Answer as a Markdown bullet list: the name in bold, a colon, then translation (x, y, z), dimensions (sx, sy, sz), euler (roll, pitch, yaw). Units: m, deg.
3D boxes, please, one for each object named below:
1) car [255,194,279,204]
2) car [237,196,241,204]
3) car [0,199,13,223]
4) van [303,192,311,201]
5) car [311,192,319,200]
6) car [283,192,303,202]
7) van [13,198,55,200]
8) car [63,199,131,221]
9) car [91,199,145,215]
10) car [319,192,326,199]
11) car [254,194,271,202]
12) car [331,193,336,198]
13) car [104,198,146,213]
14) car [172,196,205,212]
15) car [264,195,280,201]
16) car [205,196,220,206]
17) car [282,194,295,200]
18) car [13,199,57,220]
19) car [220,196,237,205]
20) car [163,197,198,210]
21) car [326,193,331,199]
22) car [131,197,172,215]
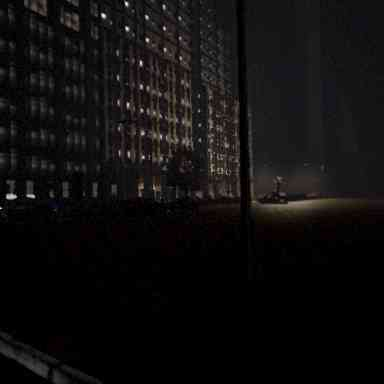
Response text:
- **car**: translation (12.037, 1.168, 52.185), dimensions (1.752, 1.417, 4.829), euler (-2, -1, 35)
- **car**: translation (8.505, 1.404, 61.178), dimensions (2.008, 1.369, 4.403), euler (-2, -1, 35)
- **car**: translation (-14.113, 1.154, 19.638), dimensions (2.150, 2.045, 5.566), euler (-3, -1, 30)
- **van**: translation (21.531, 0.913, 65.780), dimensions (1.690, 1.788, 3.998), euler (-2, -1, 35)
- **car**: translation (24.737, 0.989, 70.354), dimensions (1.967, 1.590, 4.097), euler (-2, -1, 35)
- **car**: translation (18.319, 1.036, 61.213), dimensions (1.967, 1.590, 4.097), euler (-2, -1, 35)
- **van**: translation (-13.848, 1.377, 29.026), dimensions (1.690, 1.788, 3.998), euler (-2, -1, 35)
- **car**: translation (-7.095, 1.328, 24.678), dimensions (1.752, 1.417, 4.829), euler (-2, -1, 35)
- **car**: translation (-7.374, 1.470, 33.767), dimensions (2.033, 1.411, 5.357), euler (-2, -1, 35)
- **car**: translation (27.944, 0.842, 74.926), dimensions (2.192, 1.841, 5.009), euler (-2, -1, 35)
- **car**: translation (14.888, 1.247, 70.366), dimensions (1.967, 1.590, 4.097), euler (-2, -1, 35)
- **car**: translation (34.457, 1.008, 84.209), dimensions (1.752, 1.417, 4.829), euler (-2, -1, 35)
- **car**: translation (-7.556, 1.506, 38.072), dimensions (1.752, 1.417, 4.829), euler (-2, -1, 35)
- **car**: translation (-0.817, 1.329, 33.709), dimensions (1.802, 1.307, 4.206), euler (-2, -1, 35)
- **car**: translation (18.083, 1.329, 74.959), dimensions (1.887, 1.381, 4.507), euler (-2, -1, 35)
- **car**: translation (2.117, 1.342, 51.992), dimensions (1.967, 1.590, 4.097), euler (-2, -1, 35)
- **car**: translation (24.468, 1.285, 84.145), dimensions (1.887, 1.381, 4.507), euler (-2, -1, 35)
- **car**: translation (-13.141, 1.521, 25.473), dimensions (2.033, 1.411, 5.357), euler (-2, -1, 35)
- **car**: translation (5.312, 1.422, 56.584), dimensions (1.887, 1.381, 4.507), euler (-2, -1, 35)
- **car**: translation (-1.413, 1.376, 42.323), dimensions (1.837, 1.490, 4.892), euler (-2, -1, 35)
- **car**: translation (31.174, 1.070, 79.483), dimensions (1.947, 1.339, 4.313), euler (-2, -1, 35)
- **car**: translation (-4.007, 1.215, 29.125), dimensions (1.967, 1.590, 4.097), euler (-2, -1, 35)
